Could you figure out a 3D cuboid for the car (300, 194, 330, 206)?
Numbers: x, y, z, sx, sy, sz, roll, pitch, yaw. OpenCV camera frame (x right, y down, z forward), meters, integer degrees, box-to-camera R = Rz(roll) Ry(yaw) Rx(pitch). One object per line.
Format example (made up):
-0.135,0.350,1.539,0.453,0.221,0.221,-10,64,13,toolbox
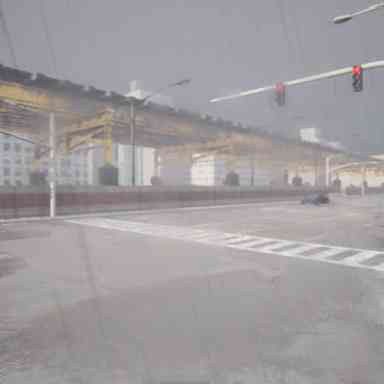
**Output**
15.955,0.992,42.989,2.033,1.411,5.357,0,1,45,car
